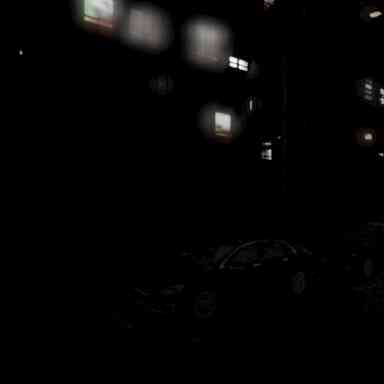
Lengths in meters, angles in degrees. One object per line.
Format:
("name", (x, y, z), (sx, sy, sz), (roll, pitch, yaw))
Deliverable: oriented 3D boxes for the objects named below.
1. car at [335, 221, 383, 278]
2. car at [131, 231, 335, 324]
("car", (5.436, 1.644, 10.431), (4.507, 1.381, 1.887), (1, 0, -35))
("car", (0.846, 1.596, 7.160), (4.403, 1.369, 2.008), (1, 0, -35))
